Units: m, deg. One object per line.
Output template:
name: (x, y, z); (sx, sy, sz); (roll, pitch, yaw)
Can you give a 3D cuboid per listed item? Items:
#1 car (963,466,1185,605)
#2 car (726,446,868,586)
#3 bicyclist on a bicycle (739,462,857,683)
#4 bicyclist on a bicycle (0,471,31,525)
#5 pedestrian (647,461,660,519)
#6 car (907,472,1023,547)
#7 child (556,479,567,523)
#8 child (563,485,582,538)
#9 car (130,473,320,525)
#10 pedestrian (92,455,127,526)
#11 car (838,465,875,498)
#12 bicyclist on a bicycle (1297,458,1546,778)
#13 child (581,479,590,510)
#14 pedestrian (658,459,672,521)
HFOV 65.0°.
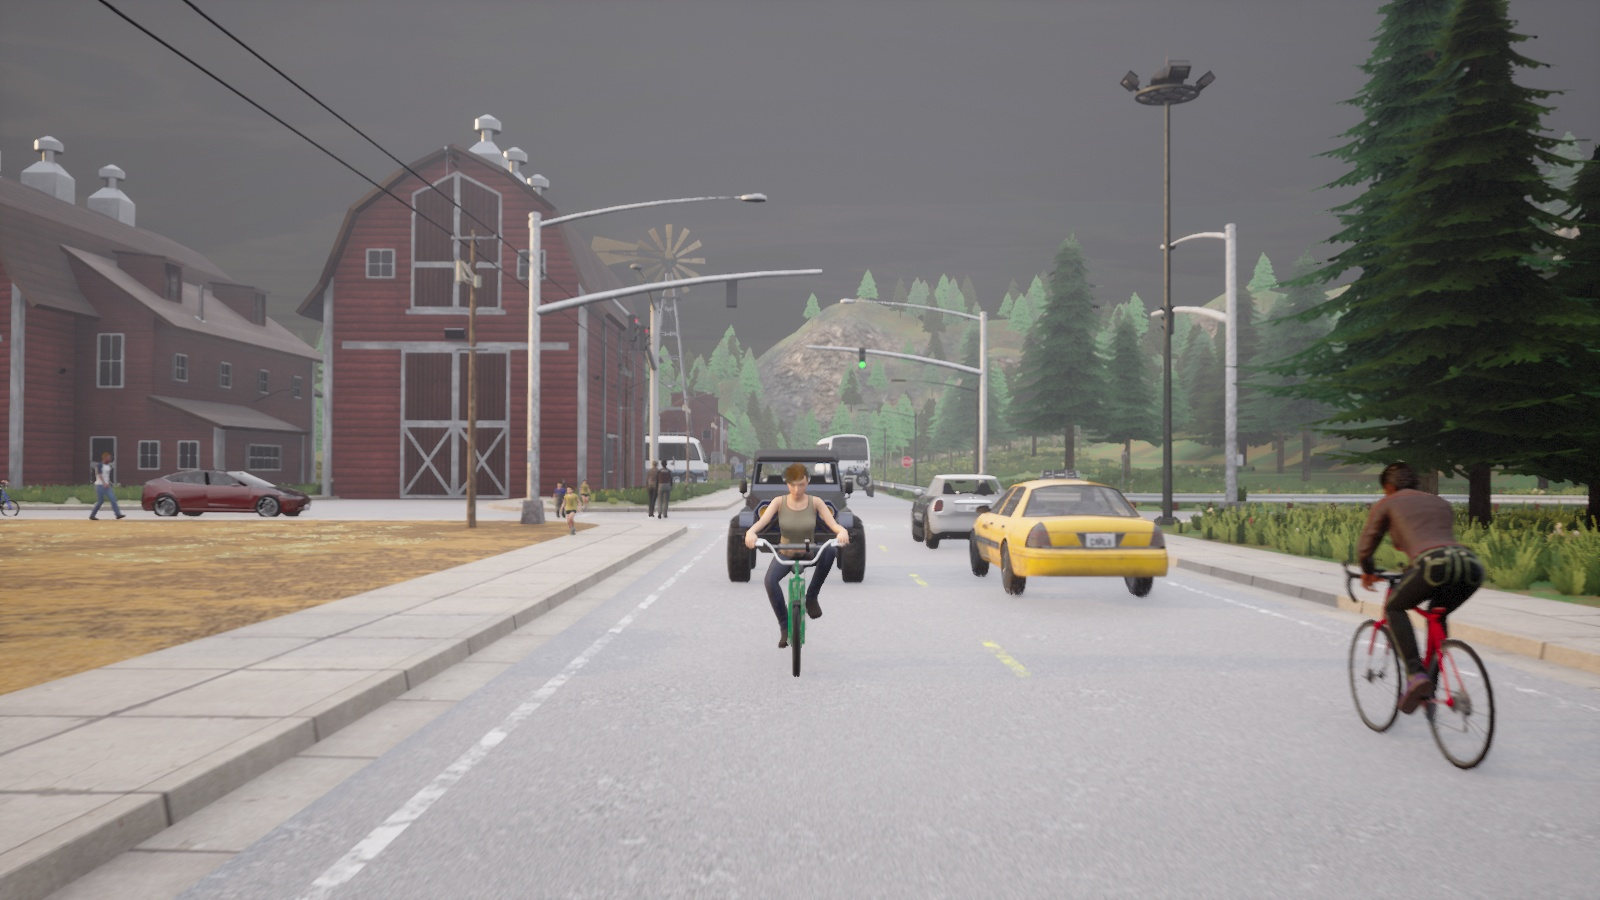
car: (3.459, 1.015, 16.954); (1.801, 1.575, 5.366); (0, -1, 0)
car: (-0.047, 0.918, 18.830); (1.905, 1.878, 3.866); (0, -1, 0)
bicyclist on a bicycle: (-0.016, 0.915, 10.036); (0.866, 1.612, 1.509); (0, 0, 0)
bicyclist on a bicycle: (-24.357, 1.443, 38.083); (1.509, 1.612, 0.866); (0, -1, -1)
pedestrian: (-4.663, 1.262, 40.026); (0.331, 1.846, 0.634); (0, -1, 2)
car: (3.435, 1.204, 26.838); (1.970, 1.475, 3.806); (0, -1, 0)
child: (-7.057, 1.505, 37.158); (0.270, 1.263, 0.437); (0, -1, -5)
child: (-4.847, 1.302, 26.804); (0.255, 1.110, 0.394); (0, -1, 14)
car: (-17.405, 1.478, 38.224); (4.792, 1.488, 2.163); (0, -1, -1)
pedestrian: (-17.953, 1.046, 32.653); (0.706, 1.836, 0.354); (0, -1, 5)
car: (3.322, 1.832, 74.330); (1.932, 1.855, 4.605); (0, -1, 0)
bicyclist on a bicycle: (3.483, 0.871, 7.207); (0.582, 1.620, 1.656); (0, -1, 0)
child: (-7.688, 1.595, 45.023); (0.255, 1.110, 0.394); (0, -1, -21)
pedestrian: (-4.233, 1.249, 39.332); (0.402, 1.930, 0.666); (0, -1, -4)
